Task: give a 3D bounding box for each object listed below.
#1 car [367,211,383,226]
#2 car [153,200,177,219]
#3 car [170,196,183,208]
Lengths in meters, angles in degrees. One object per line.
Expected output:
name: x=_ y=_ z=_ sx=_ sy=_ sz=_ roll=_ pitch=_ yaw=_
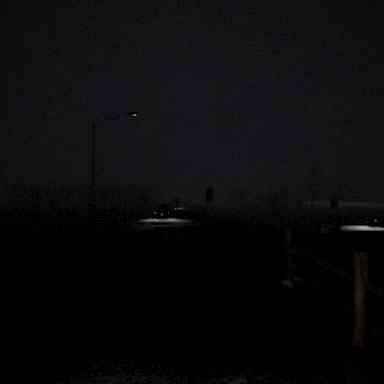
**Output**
car: x=16.120 y=2.087 z=26.650 sx=4.181 sy=1.385 sz=1.994 roll=1 pitch=-1 yaw=-23
car: x=-2.751 y=1.840 z=32.908 sx=1.837 sy=1.490 sz=4.892 roll=0 pitch=0 yaw=0
car: x=-2.752 y=1.801 z=60.478 sx=2.150 sy=2.045 sz=5.566 roll=0 pitch=0 yaw=0
